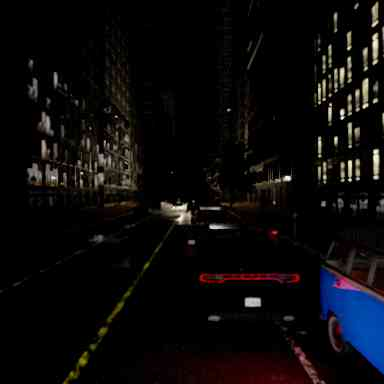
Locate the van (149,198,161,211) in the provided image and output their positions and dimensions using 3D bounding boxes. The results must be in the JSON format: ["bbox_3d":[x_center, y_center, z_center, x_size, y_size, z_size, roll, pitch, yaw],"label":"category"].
[{"bbox_3d":[-5.497,1.805,49.089,1.690,1.788,3.998,0,0,0],"label":"van"}]

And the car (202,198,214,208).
[{"bbox_3d":[2.927,1.982,60.437,1.967,1.590,4.097,0,0,0],"label":"car"}]

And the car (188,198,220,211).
[{"bbox_3d":[0.996,1.448,23.573,2.150,2.045,5.566,0,-1,0],"label":"car"}]

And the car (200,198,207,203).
[{"bbox_3d":[3.036,2.305,88.898,1.887,1.381,4.507,0,0,0],"label":"car"}]

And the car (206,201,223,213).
[{"bbox_3d":[2.862,1.954,43.359,2.008,1.369,4.403,0,0,0],"label":"car"}]

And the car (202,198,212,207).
[{"bbox_3d":[2.949,2.027,66.129,1.967,1.590,4.097,0,0,0],"label":"car"}]

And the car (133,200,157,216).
[{"bbox_3d":[-5.541,1.916,37.703,2.008,1.369,4.403,0,-1,0],"label":"car"}]

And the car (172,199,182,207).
[{"bbox_3d":[-2.756,2.116,62.635,2.033,1.411,5.357,0,0,0],"label":"car"}]

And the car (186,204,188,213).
[{"bbox_3d":[0.175,1.959,43.886,2.033,1.411,5.357,0,0,1],"label":"car"}]

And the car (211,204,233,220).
[{"bbox_3d":[2.818,1.882,31.975,1.802,1.307,4.206,0,-1,0],"label":"car"}]

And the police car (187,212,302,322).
[{"bbox_3d":[0.935,1.498,7.651,1.930,1.638,5.238,0,-1,0],"label":"police car"}]

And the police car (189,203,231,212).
[{"bbox_3d":[0.973,1.593,17.651,1.930,1.638,5.238,0,-1,0],"label":"police car"}]

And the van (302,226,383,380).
[{"bbox_3d":[2.709,1.372,3.517,1.690,1.788,3.998,0,-1,0],"label":"van"}]

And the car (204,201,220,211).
[{"bbox_3d":[2.884,2.002,49.051,2.008,1.369,4.403,0,0,0],"label":"car"}]

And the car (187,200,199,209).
[{"bbox_3d":[0.228,2.077,58.288,2.033,1.411,5.357,0,0,0],"label":"car"}]

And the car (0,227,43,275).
[{"bbox_3d":[-5.649,1.679,9.240,1.802,1.307,4.206,0,-1,0],"label":"car"}]
